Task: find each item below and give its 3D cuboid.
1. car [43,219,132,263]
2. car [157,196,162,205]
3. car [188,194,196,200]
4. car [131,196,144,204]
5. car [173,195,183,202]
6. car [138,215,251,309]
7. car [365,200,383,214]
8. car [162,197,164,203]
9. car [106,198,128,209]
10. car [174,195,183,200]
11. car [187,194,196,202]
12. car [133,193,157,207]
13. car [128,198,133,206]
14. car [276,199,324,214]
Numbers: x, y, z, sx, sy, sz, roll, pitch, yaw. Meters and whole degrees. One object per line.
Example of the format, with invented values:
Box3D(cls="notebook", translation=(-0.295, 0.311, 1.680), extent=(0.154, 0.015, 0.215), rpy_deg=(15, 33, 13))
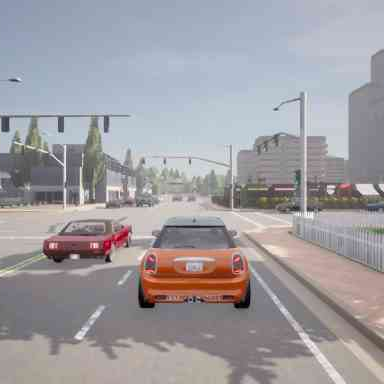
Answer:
Box3D(cls="car", translation=(-3.424, 1.601, 11.949), extent=(1.895, 1.301, 4.718), rpy_deg=(0, 0, 0))
Box3D(cls="car", translation=(-7.111, 1.564, 60.520), extent=(1.994, 1.385, 4.181), rpy_deg=(0, 0, 0))
Box3D(cls="car", translation=(-0.057, 1.398, 87.667), extent=(2.128, 1.511, 4.902), rpy_deg=(0, 0, 0))
Box3D(cls="car", translation=(-10.588, 1.564, 64.997), extent=(1.994, 1.385, 4.181), rpy_deg=(0, 0, 0))
Box3D(cls="car", translation=(-3.551, 1.513, 77.708), extent=(1.812, 1.442, 4.674), rpy_deg=(0, 0, 0))
Box3D(cls="car", translation=(0.059, 1.352, 8.056), extent=(2.097, 1.767, 4.553), rpy_deg=(0, 0, 0))
Box3D(cls="car", translation=(20.893, 1.478, 34.962), extent=(5.008, 1.535, 1.882), rpy_deg=(0, 0, -2))
Box3D(cls="car", translation=(-7.046, 1.524, 70.845), extent=(1.812, 1.442, 4.674), rpy_deg=(0, 0, 0))
Box3D(cls="car", translation=(-10.628, 1.564, 46.287), extent=(1.994, 1.385, 4.181), rpy_deg=(0, 0, 0))
Box3D(cls="car", translation=(-3.557, 1.425, 87.663), extent=(1.994, 1.385, 4.181), rpy_deg=(0, 0, 0))
Box3D(cls="car", translation=(-0.051, 1.531, 77.391), extent=(2.033, 1.411, 5.357), rpy_deg=(0, 0, 0))
Box3D(cls="car", translation=(-7.129, 1.221, 51.114), extent=(2.150, 2.045, 5.566), rpy_deg=(0, 0, 1))
Box3D(cls="car", translation=(-10.622, 1.601, 55.049), extent=(1.895, 1.301, 4.718), rpy_deg=(0, 0, 0))
Box3D(cls="car", translation=(11.249, 1.491, 34.718), extent=(4.902, 1.511, 2.128), rpy_deg=(0, 0, -2))
